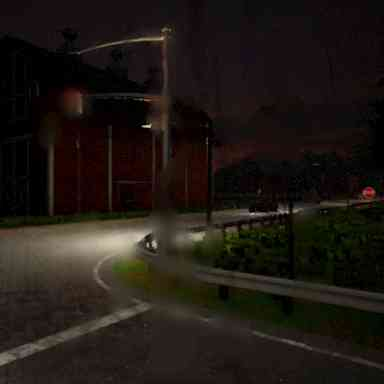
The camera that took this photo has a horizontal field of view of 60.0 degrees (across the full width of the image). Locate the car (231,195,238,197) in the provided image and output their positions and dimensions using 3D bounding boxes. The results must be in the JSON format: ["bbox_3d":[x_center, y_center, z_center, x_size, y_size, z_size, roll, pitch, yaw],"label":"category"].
[{"bbox_3d":[11.683,1.589,89.917,1.784,1.438,3.905,0,0,36],"label":"car"}]

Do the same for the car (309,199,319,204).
[{"bbox_3d":[17.745,1.311,49.725,1.994,1.385,4.181,0,0,37],"label":"car"}]

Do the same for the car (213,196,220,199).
[{"bbox_3d":[5.115,1.573,78.791,1.816,1.474,4.193,0,0,36],"label":"car"}]

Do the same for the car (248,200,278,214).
[{"bbox_3d":[7.858,1.605,36.536,1.994,1.385,4.181,0,0,37],"label":"car"}]
